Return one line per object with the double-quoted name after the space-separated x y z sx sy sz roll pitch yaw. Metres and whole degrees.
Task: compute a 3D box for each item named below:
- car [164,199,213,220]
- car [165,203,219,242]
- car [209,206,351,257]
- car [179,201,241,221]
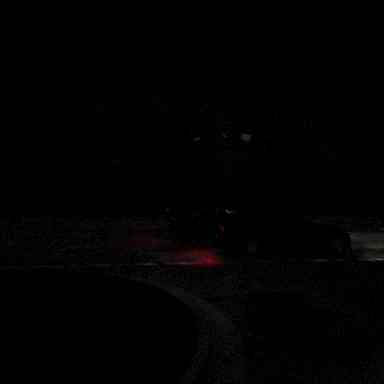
0.385 1.297 22.634 4.553 1.767 2.097 0 0 -6 "car"
1.355 1.456 15.698 4.902 1.511 2.128 0 0 -6 "car"
3.341 1.454 12.391 5.008 1.535 1.882 0 0 -6 "car"
1.352 1.464 26.272 4.674 1.442 1.812 0 0 -6 "car"
